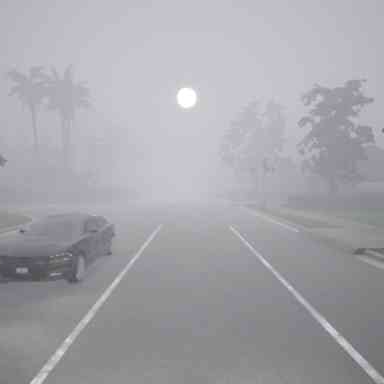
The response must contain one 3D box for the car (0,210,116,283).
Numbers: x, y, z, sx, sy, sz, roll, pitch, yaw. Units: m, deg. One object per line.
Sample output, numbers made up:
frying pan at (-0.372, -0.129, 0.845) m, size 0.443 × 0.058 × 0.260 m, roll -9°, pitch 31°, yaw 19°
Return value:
car at (-3.536, 1.344, 9.447) m, size 1.882 × 1.535 × 5.008 m, roll 0°, pitch 1°, yaw 0°
